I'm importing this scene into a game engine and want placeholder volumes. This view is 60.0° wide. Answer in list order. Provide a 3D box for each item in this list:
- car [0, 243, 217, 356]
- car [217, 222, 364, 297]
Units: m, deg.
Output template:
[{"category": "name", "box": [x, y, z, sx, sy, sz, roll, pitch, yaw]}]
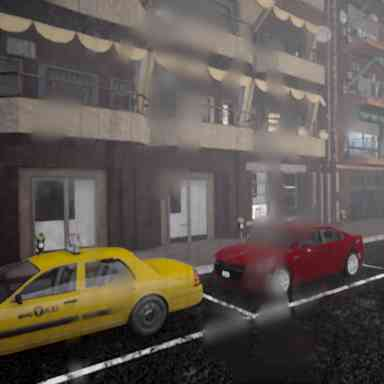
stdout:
[{"category": "car", "box": [-2.088, 1.515, 5.077, 4.829, 1.417, 1.752, -1, 0, -36]}, {"category": "car", "box": [2.548, 1.483, 8.386, 4.507, 1.381, 1.887, -1, 0, -36]}]
